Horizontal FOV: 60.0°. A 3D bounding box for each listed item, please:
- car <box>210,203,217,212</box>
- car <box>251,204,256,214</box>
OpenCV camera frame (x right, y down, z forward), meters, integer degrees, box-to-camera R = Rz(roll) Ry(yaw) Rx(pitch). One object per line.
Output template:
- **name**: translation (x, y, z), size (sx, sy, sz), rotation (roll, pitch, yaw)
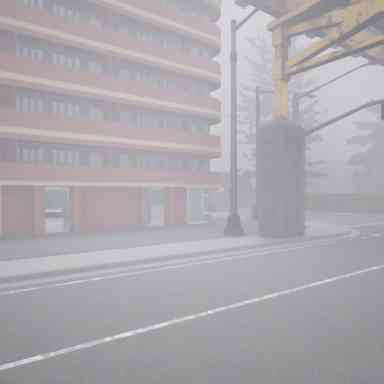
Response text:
- **car**: translation (0.894, 1.526, 38.406), size (1.812, 1.442, 4.674), rotation (0, 0, -35)
- **car**: translation (7.367, 1.478, 29.208), size (1.882, 1.535, 5.008), rotation (0, 0, -35)
